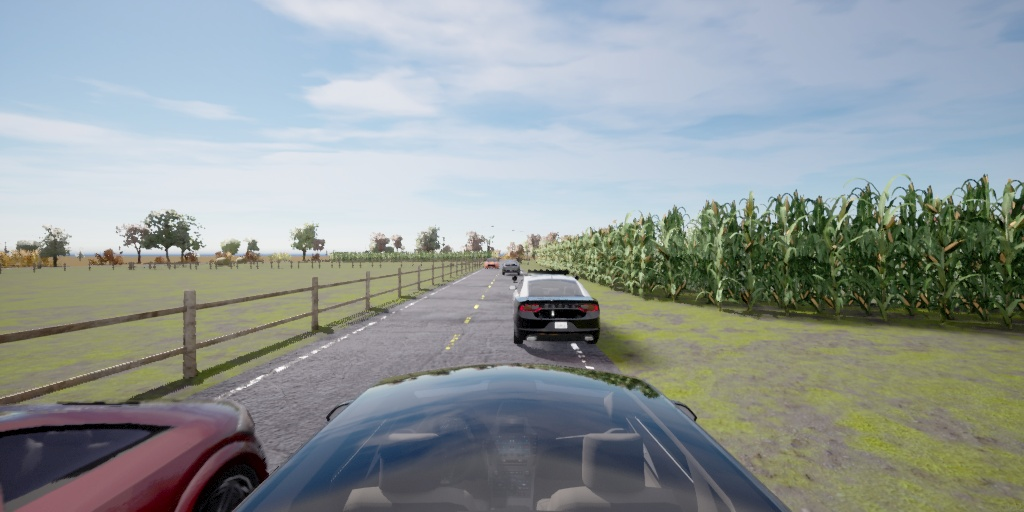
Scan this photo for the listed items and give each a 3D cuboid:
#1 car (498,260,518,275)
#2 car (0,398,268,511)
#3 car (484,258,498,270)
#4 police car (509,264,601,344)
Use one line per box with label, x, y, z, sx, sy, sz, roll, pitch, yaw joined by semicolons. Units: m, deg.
car;-0.085;1.241;38.310;2.128;1.511;4.902;0;0;0
car;-2.703;1.314;0.802;1.994;1.385;4.181;0;0;0
car;-2.997;1.103;53.369;2.097;1.767;4.553;0;0;0
police car;0.960;1.175;9.723;1.930;1.638;5.238;0;0;0
